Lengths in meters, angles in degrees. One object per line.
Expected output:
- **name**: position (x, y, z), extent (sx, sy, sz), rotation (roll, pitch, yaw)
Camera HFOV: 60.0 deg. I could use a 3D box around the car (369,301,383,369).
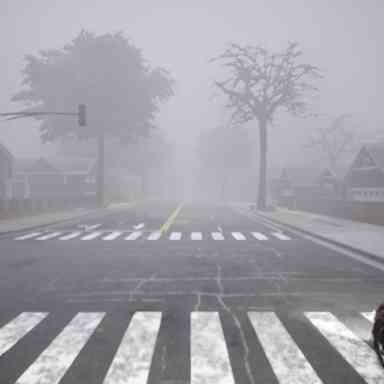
- **car**: position (3.350, 1.549, 2.719), extent (1.994, 1.385, 4.181), rotation (0, 0, 0)
